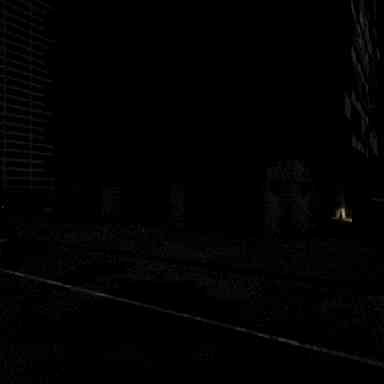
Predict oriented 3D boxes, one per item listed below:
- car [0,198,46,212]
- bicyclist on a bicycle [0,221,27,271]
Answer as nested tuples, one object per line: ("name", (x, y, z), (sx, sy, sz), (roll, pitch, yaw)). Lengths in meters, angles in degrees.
("car", (-19.790, 1.491, 39.438), (2.128, 1.511, 4.902), (0, 0, 33))
("bicyclist on a bicycle", (-5.451, 1.451, 9.335), (0.582, 1.620, 1.656), (0, 2, 33))
